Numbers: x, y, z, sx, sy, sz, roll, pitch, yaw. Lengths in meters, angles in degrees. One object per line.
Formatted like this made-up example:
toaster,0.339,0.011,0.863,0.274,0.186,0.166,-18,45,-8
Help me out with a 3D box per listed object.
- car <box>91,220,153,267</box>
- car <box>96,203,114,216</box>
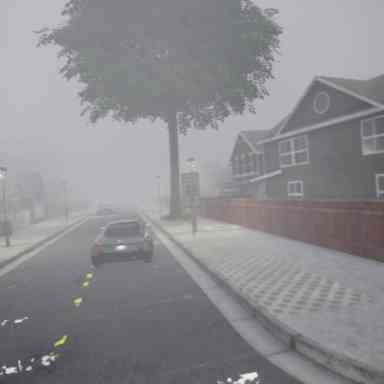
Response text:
car,-2.493,1.729,12.395,1.994,1.385,4.181,-4,0,-7
car,-11.395,2.230,43.799,1.812,1.442,4.674,-4,0,-12
